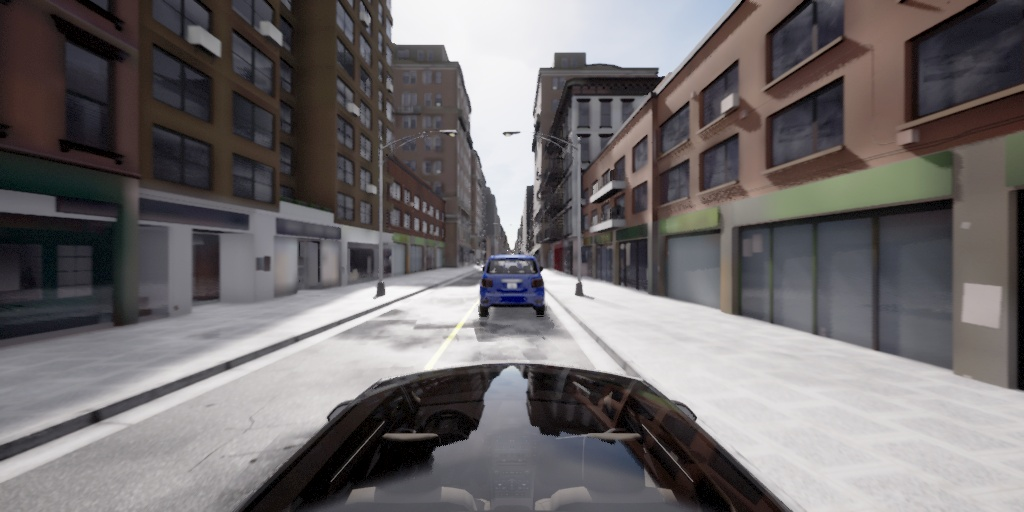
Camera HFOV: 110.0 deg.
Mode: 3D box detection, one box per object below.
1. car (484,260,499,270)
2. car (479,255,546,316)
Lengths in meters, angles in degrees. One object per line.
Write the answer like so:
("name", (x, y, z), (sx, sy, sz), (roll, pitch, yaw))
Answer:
("car", (-3.105, 1.333, 54.116), (1.994, 1.385, 4.181), (0, 0, 0))
("car", (0.028, 0.983, 13.466), (2.150, 2.045, 5.566), (0, 0, 1))
